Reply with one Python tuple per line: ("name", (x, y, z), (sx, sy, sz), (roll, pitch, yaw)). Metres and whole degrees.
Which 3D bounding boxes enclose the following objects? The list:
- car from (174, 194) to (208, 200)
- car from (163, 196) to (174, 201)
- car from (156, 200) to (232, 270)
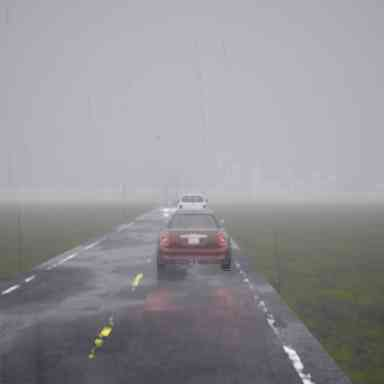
("car", (0.060, 1.138, 25.777), (2.150, 2.045, 5.566), (0, 0, 0))
("car", (-2.841, 1.342, 45.612), (2.128, 1.511, 4.902), (0, 0, 0))
("car", (0.063, 1.315, 11.037), (2.097, 1.767, 4.553), (0, 0, 0))
